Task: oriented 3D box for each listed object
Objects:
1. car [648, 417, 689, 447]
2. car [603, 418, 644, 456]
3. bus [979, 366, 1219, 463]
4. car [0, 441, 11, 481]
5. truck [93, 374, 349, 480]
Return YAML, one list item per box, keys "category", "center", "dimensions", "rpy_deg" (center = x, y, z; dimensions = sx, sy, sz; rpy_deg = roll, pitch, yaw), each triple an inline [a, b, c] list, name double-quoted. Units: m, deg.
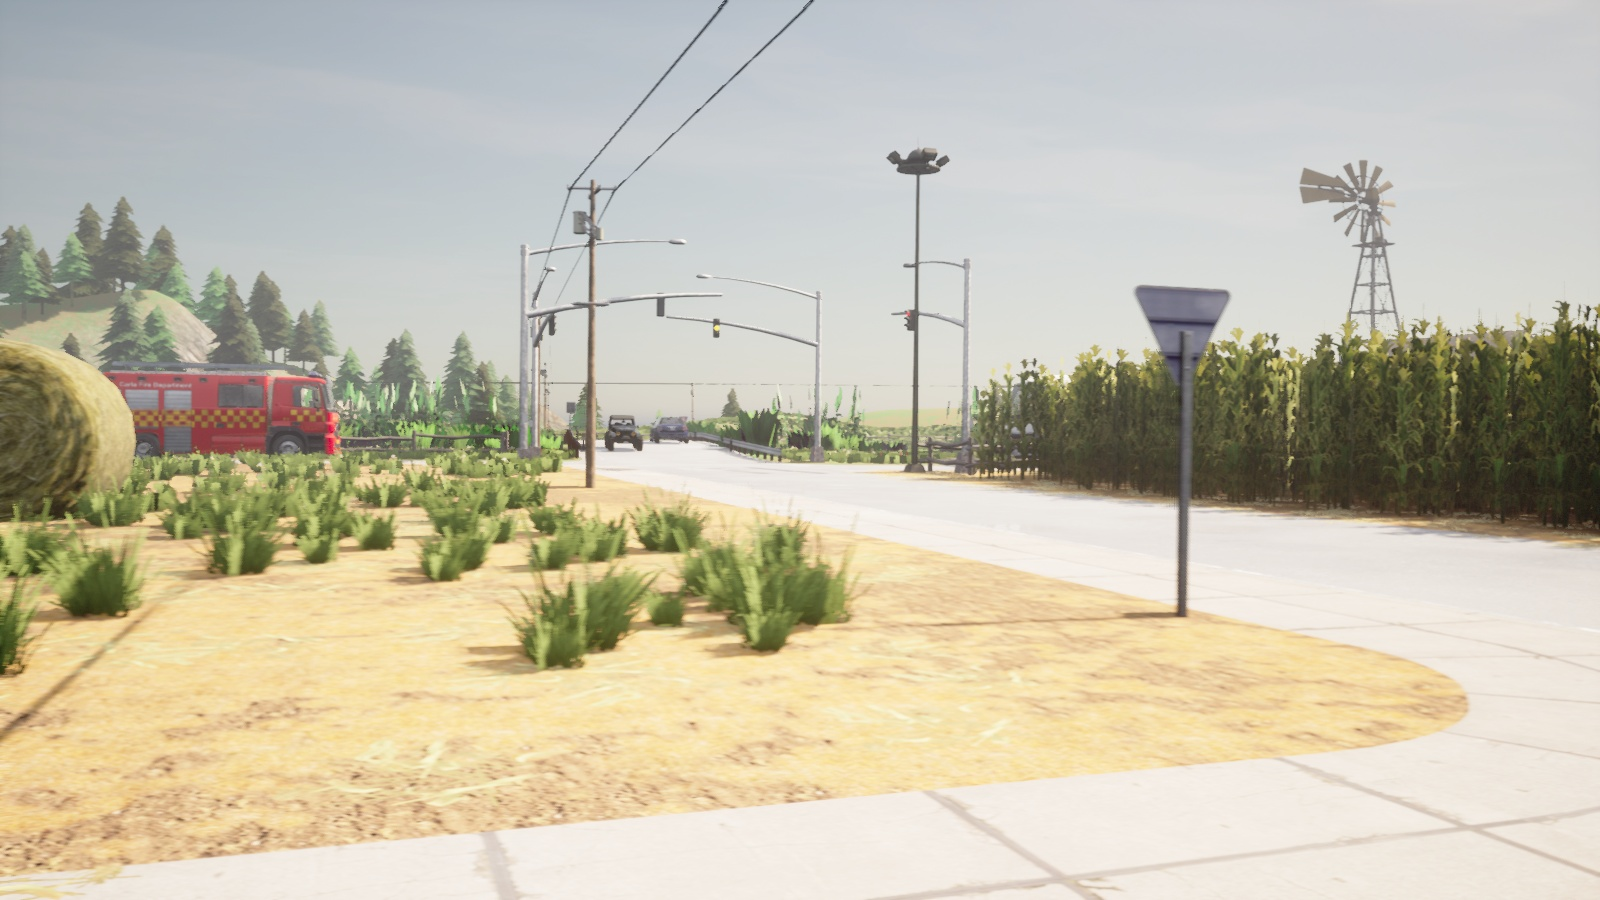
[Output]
- category: "car"
  center: [-8.330, -1.172, 79.337]
  dimensions: [2.097, 1.767, 4.553]
  rpy_deg: [-1, 2, -12]
- category: "car"
  center: [-9.854, -0.766, 69.860]
  dimensions: [1.905, 1.878, 3.866]
  rpy_deg: [-1, 4, -13]
- category: "bus"
  center: [13.848, -1.640, 58.318]
  dimensions: [10.273, 4.253, 3.944]
  rpy_deg: [-1, 1, -18]
- category: "car"
  center: [-31.451, 0.429, 45.315]
  dimensions: [4.674, 1.442, 1.812]
  rpy_deg: [-1, 1, -16]
- category: "truck"
  center: [-21.879, -0.908, 47.983]
  dimensions: [8.468, 3.827, 2.891]
  rpy_deg: [-1, 1, -16]
